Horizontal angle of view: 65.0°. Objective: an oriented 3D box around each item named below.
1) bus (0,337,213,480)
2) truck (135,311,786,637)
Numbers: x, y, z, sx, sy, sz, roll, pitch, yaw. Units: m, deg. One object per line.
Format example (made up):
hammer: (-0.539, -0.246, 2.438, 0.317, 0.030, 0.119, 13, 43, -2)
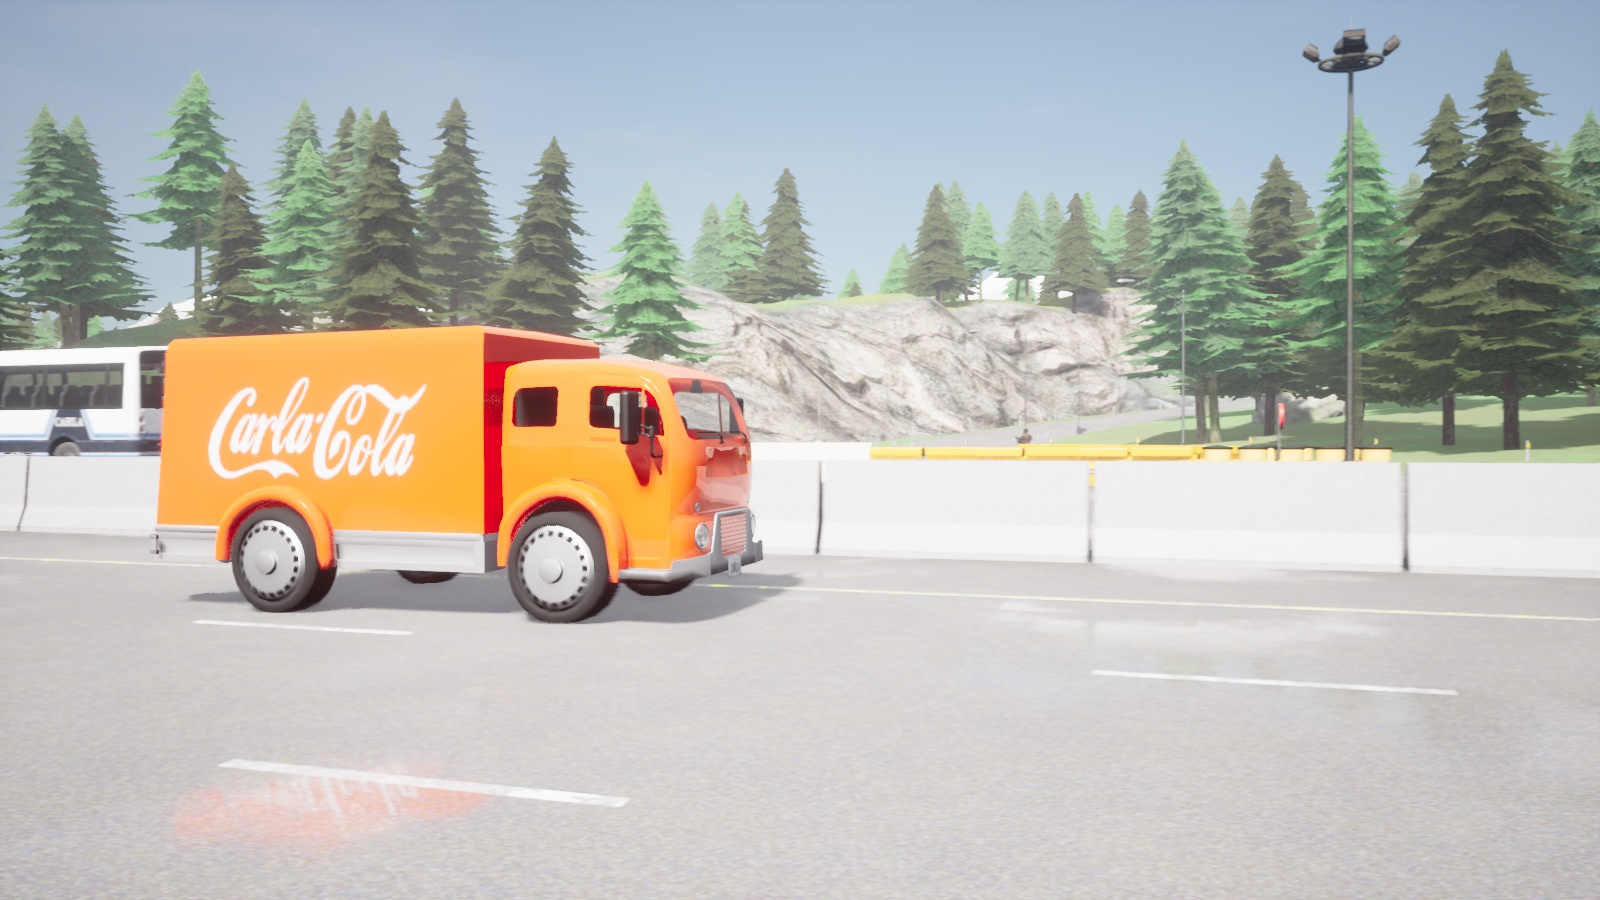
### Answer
bus: (-24.808, -1.301, 41.059, 10.273, 4.253, 3.944, 0, 1, 19)
truck: (-3.027, 0.143, 11.589, 5.204, 2.467, 2.627, 1, 1, 19)
